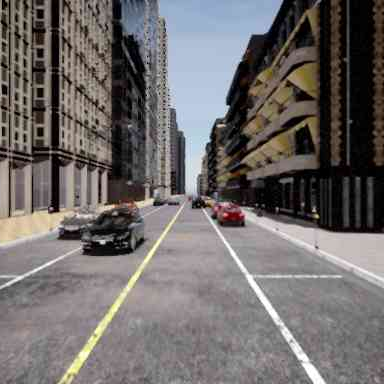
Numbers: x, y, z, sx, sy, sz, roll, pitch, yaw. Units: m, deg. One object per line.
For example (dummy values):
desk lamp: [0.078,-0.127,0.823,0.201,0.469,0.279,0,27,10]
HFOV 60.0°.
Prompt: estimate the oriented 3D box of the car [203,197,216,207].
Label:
car: [2.704,1.571,51.925,1.752,1.417,4.829,0,0,0]

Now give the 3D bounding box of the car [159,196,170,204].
car: [-5.673,1.620,68.703,2.008,1.369,4.403,0,0,0]

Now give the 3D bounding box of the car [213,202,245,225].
car: [2.697,1.598,23.513,1.802,1.307,4.206,0,0,0]

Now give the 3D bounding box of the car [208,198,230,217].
car: [2.698,1.462,29.162,1.967,1.590,4.097,0,0,0]

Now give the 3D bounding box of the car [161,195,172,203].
car: [-5.672,1.519,74.353,1.967,1.590,4.097,0,0,0]

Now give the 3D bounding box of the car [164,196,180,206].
car: [-3.037,1.598,55.645,2.033,1.411,5.357,0,0,1]

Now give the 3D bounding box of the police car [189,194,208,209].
police car: [0.911,1.465,46.929,1.930,1.638,5.238,0,0,0]

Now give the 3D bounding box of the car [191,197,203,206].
car: [0.825,1.558,56.819,1.837,1.490,4.892,0,0,0]

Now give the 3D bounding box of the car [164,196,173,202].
car: [-5.671,1.613,79.830,1.752,1.417,4.829,0,0,0]

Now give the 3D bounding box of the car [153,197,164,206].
car: [-5.676,1.619,57.406,1.947,1.339,4.313,0,0,0]

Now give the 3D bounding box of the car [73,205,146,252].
car: [-3.096,1.514,13.943,1.837,1.490,4.892,0,0,0]

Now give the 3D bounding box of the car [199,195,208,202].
car: [2.710,1.527,79.998,1.967,1.590,4.097,0,0,0]

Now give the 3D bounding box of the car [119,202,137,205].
car: [-5.682,1.567,29.164,1.887,1.381,4.507,0,0,0]

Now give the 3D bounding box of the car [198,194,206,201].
car: [2.713,1.421,91.296,2.192,1.841,5.009,0,0,0]

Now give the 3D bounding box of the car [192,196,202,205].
car: [0.915,1.566,62.819,1.837,1.490,4.892,0,0,0]

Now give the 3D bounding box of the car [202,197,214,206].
car: [2.705,1.619,57.404,1.947,1.339,4.313,0,0,0]

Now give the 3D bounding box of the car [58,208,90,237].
car: [-5.684,1.563,17.866,2.008,1.369,4.403,0,0,0]

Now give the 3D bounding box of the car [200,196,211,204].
car: [2.707,1.619,68.702,2.008,1.369,4.403,0,0,0]
